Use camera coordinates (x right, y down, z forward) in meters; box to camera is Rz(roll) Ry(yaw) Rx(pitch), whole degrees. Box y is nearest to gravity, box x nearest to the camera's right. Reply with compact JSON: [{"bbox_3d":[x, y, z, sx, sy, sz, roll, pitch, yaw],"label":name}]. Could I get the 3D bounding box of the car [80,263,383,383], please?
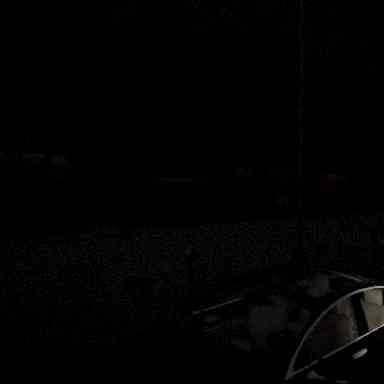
[{"bbox_3d":[1.032,1.563,3.534,4.403,1.369,2.008,0,0,-35],"label":"car"}]
